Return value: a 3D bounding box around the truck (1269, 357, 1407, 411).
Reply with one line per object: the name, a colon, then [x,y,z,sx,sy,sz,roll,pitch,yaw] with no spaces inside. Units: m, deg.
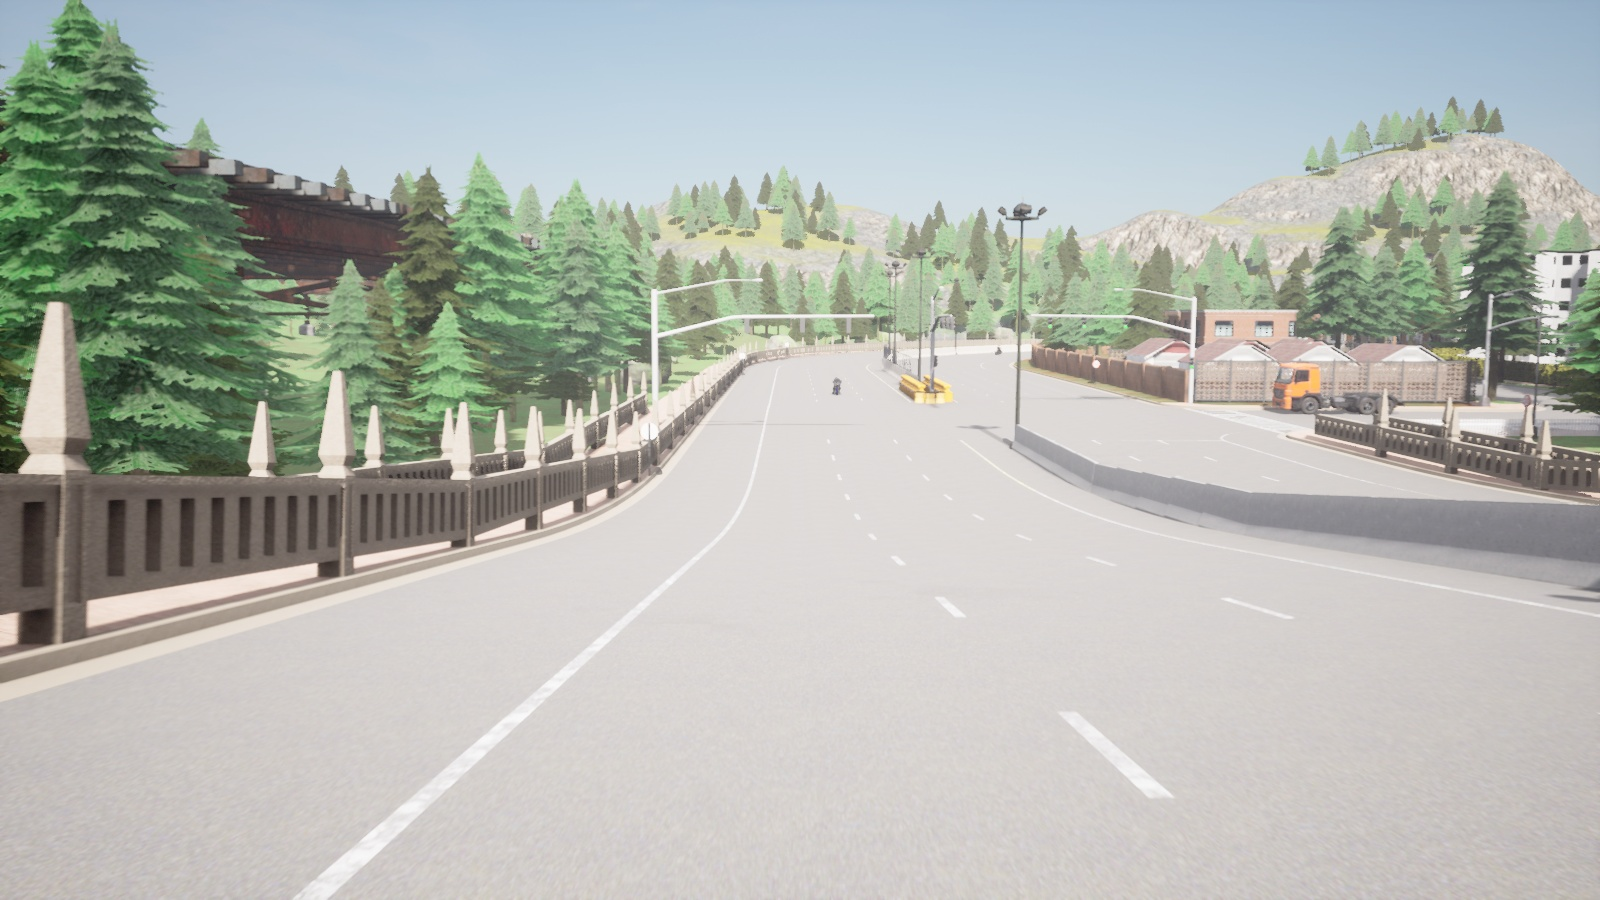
truck: [36.309,-4.476,84.891,7.936,3.462,2.891,0,6,1]
